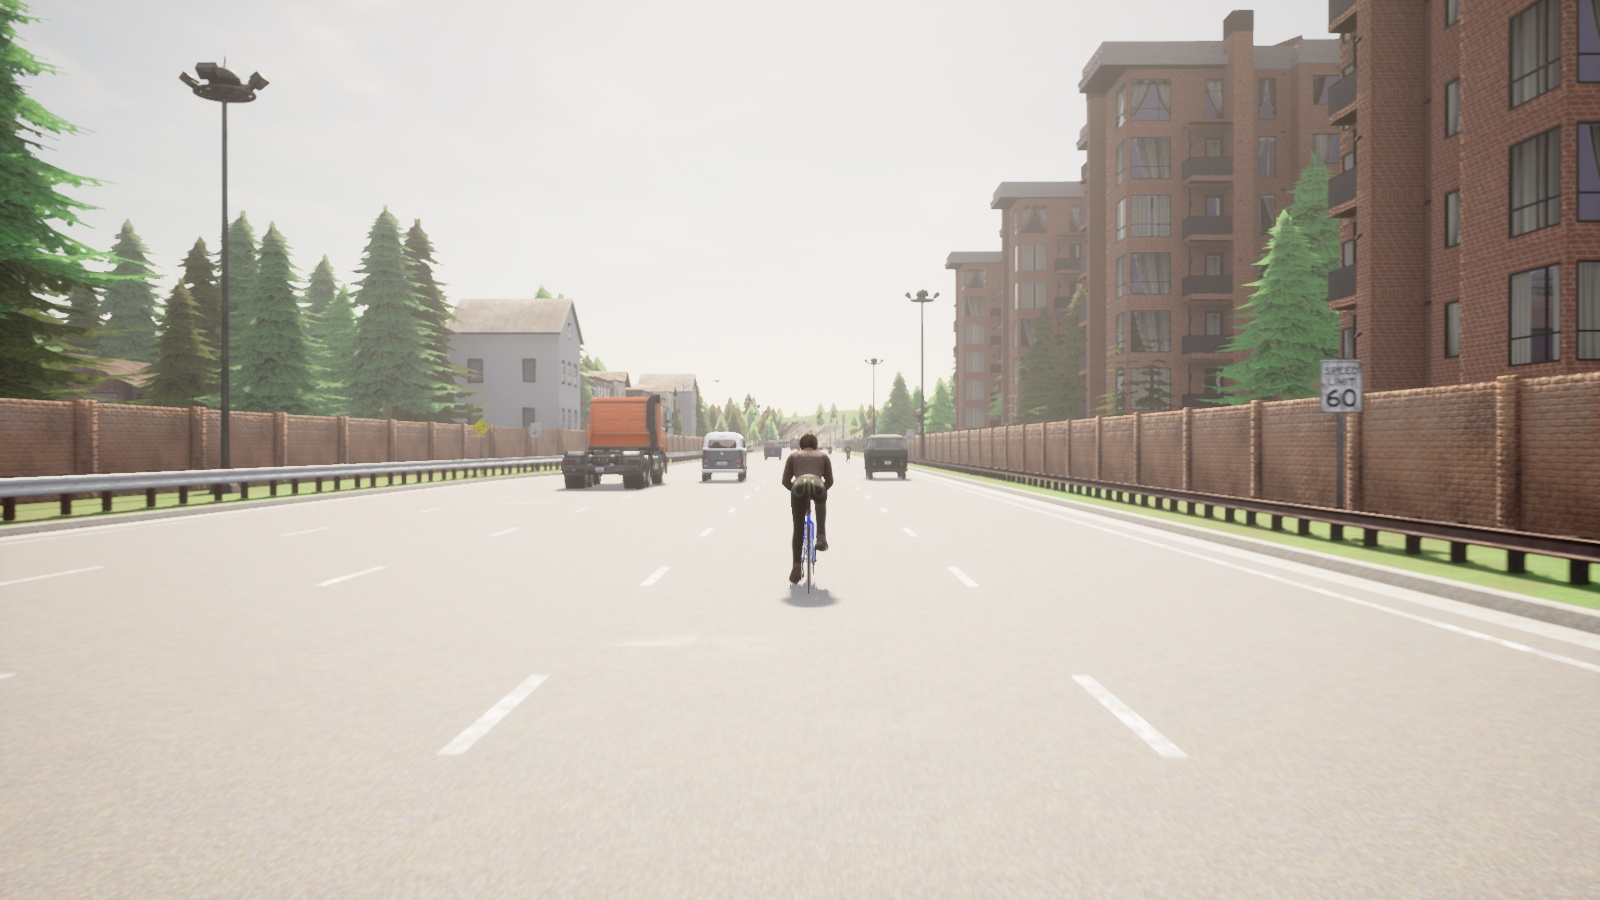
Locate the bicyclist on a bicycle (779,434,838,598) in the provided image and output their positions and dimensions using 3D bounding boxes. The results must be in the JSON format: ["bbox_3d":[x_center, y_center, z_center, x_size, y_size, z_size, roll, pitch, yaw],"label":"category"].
[{"bbox_3d":[0.091,0.656,13.280,0.582,1.620,1.656,0,0,0],"label":"bicyclist on a bicycle"}]

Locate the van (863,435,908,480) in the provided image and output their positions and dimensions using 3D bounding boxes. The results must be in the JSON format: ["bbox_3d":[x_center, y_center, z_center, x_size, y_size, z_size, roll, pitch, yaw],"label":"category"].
[{"bbox_3d":[3.840,0.316,56.825,1.775,1.987,4.442,0,0,0],"label":"van"}]

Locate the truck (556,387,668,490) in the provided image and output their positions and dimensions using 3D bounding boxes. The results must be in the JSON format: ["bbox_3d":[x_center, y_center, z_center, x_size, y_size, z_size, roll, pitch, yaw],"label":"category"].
[{"bbox_3d":[-6.720,-0.392,46.168,2.891,3.462,7.936,0,0,0],"label":"truck"}]

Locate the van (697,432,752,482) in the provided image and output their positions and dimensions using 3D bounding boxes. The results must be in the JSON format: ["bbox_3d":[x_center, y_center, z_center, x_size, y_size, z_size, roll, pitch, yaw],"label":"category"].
[{"bbox_3d":[-3.181,0.292,53.502,2.069,2.038,4.480,0,0,0],"label":"van"}]
